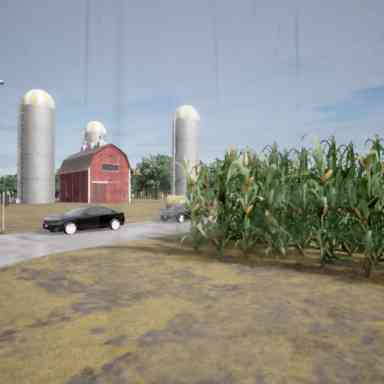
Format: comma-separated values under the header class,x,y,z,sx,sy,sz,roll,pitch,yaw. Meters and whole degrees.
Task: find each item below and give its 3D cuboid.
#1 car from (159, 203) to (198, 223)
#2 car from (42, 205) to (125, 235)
class,x,y,z,sx,sy,sz,roll,pitch,yaw
car,-0.668,1.674,27.421,1.837,1.490,4.892,1,0,36
car,-6.263,1.556,19.742,1.882,1.535,5.008,1,0,37
